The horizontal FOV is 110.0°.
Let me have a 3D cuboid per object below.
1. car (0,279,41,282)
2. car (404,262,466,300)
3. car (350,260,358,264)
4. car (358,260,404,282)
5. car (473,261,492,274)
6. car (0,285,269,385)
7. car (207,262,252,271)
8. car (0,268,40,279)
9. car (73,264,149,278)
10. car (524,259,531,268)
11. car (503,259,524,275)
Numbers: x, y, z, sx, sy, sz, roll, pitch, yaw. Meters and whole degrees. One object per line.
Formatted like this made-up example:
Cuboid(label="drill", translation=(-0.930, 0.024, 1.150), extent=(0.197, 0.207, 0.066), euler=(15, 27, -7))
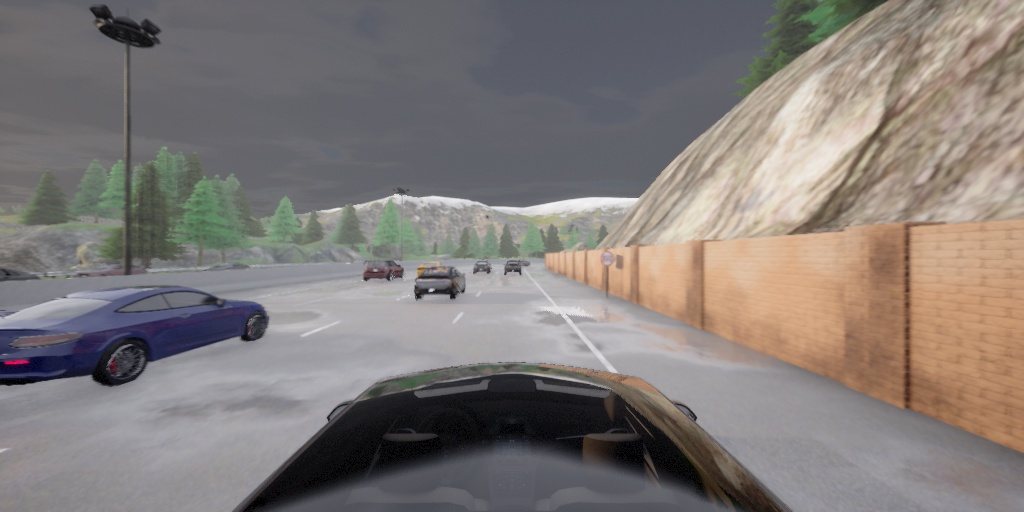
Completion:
Cuboid(label="car", translation=(-10.402, 1.276, 5.276), extent=(1.812, 1.442, 4.674), euler=(0, 0, 0))
Cuboid(label="car", translation=(-3.396, 1.241, 17.587), extent=(2.128, 1.511, 4.902), euler=(0, 0, 0))
Cuboid(label="car", translation=(-20.968, 1.230, 49.572), extent=(1.882, 1.535, 5.008), euler=(0, 0, 1))
Cuboid(label="car", translation=(-10.395, 1.102, 29.446), extent=(2.097, 1.767, 4.553), euler=(0, 0, 0))
Cuboid(label="car", translation=(-3.395, 1.277, 41.705), extent=(1.812, 1.442, 4.674), euler=(0, 0, 0))
Cuboid(label="car", translation=(-6.899, 1.276, 6.877), extent=(1.812, 1.442, 4.674), euler=(0, 0, 0))
Cuboid(label="car", translation=(-28.064, 1.315, 35.741), extent=(1.994, 1.385, 4.181), euler=(0, 0, 0))
Cuboid(label="car", translation=(-24.585, 1.256, 15.929), extent=(1.837, 1.490, 4.892), euler=(0, 0, 0))
Cuboid(label="car", translation=(-31.571, 1.316, 28.413), extent=(1.994, 1.385, 4.181), euler=(0, 0, 0))
Cuboid(label="car", translation=(2.091, 1.256, 63.216), extent=(1.837, 1.490, 4.892), euler=(-1, 0, 14))
Cuboid(label="car", translation=(0.105, 1.255, 39.517), extent=(1.837, 1.490, 4.892), euler=(0, 0, 0))
